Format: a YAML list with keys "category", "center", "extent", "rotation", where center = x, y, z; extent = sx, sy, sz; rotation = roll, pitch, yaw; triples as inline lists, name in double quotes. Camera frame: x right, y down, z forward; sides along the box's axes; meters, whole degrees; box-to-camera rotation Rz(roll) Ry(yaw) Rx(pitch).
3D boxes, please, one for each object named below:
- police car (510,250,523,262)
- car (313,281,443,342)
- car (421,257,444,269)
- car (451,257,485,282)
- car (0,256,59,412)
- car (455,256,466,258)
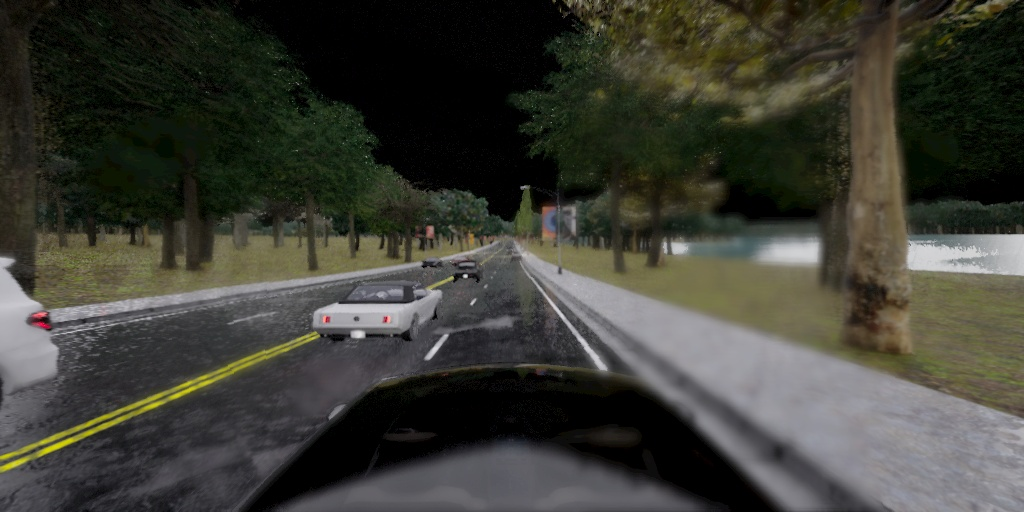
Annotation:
- category: "police car"
  center: [0.966, 0.220, 64.063]
  extent: [1.930, 1.638, 5.238]
  rotation: [0, 2, 0]
- category: "car"
  center: [-3.152, 1.315, 9.578]
  extent: [1.895, 1.301, 4.718]
  rotation: [0, 0, 0]
- category: "car"
  center: [-9.833, 0.835, 44.812]
  extent: [2.033, 1.411, 5.357]
  rotation: [0, 1, 0]
- category: "car"
  center: [-3.154, 1.094, 26.667]
  extent: [1.837, 1.490, 4.892]
  rotation: [0, 1, 0]
- category: "car"
  center: [-6.601, 0.970, 1.955]
  extent: [2.150, 2.045, 5.566]
  rotation: [0, 0, 0]
- category: "car"
  center: [-6.579, 0.735, 46.154]
  extent: [1.882, 1.535, 5.008]
  rotation: [0, 1, 0]
